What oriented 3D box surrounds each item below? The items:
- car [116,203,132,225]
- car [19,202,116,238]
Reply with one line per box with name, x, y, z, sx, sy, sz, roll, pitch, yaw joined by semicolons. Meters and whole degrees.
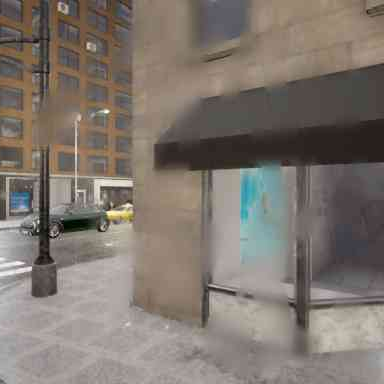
car;-4.906;1.548;24.696;1.752;1.417;4.829;0;0;36
car;-6.709;1.366;17.871;2.097;1.767;4.553;0;0;36
